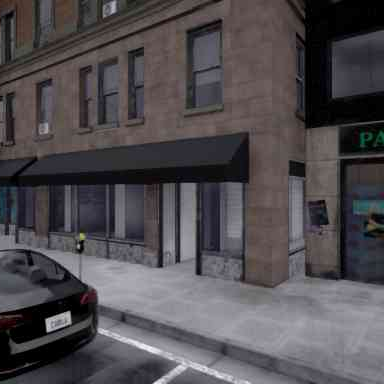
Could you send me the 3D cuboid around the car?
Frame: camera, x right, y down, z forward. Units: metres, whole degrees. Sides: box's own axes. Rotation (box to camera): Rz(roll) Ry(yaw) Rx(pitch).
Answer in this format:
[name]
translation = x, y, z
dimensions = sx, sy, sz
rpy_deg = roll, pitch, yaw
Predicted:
[car]
translation = -3.265, 1.566, 5.137
dimensions = 4.313, 1.339, 1.947
rpy_deg = 0, 0, 36
